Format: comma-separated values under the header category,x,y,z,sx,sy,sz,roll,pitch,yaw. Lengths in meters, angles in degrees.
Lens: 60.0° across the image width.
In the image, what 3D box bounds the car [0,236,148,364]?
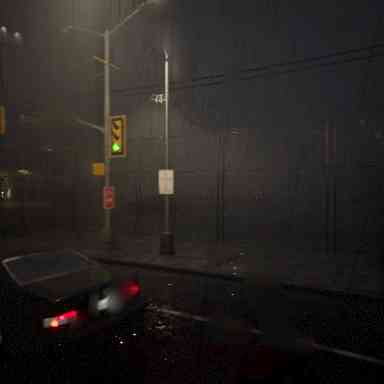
category,x,y,z,sx,sy,sz,roll,pitch,yaw
car,-3.309,1.497,5.638,5.357,1.411,2.033,0,1,30

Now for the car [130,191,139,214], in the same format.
category,x,y,z,sx,sy,sz,roll,pitch,yaw
car,-3.597,1.030,26.900,4.553,1.767,2.185,0,1,28

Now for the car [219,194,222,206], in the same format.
category,x,y,z,sx,sy,sz,roll,pitch,yaw
car,4.797,1.226,42.938,4.718,1.301,1.895,0,1,28
